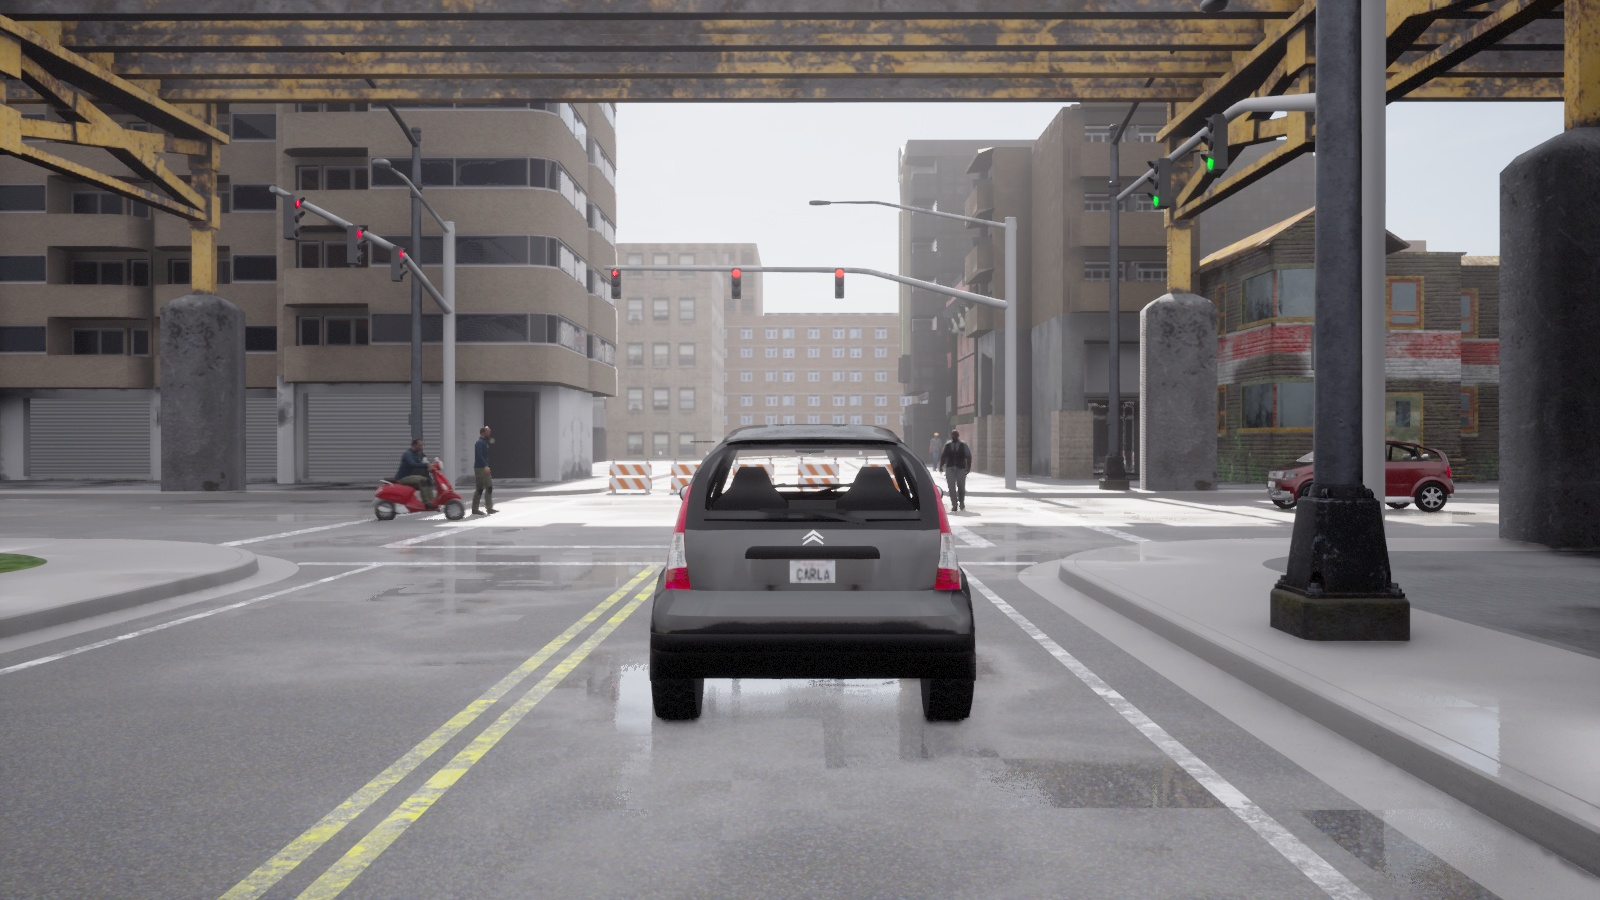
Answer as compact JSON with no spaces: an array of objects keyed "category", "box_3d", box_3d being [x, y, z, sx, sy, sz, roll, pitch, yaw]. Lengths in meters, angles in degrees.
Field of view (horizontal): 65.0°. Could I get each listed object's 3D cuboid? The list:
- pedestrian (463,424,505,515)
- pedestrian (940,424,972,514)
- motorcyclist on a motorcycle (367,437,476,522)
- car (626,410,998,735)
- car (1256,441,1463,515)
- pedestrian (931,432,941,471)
[{"category":"pedestrian","box_3d":[-6.443,0.395,25.617,0.726,1.842,0.402,0,0,4]},{"category":"pedestrian","box_3d":[3.337,0.393,26.836,0.563,1.883,0.849,0,0,15]},{"category":"motorcyclist on a motorcycle","box_3d":[-7.212,0.559,23.972,1.817,1.590,0.866,0,0,0]},{"category":"car","box_3d":[0.073,0.598,8.243,1.851,1.617,3.988,0,0,0]},{"category":"car","box_3d":[12.146,0.580,27.426,3.705,1.549,1.789,0,0,0]},{"category":"pedestrian","box_3d":[6.516,0.077,60.124,0.354,1.836,0.706,0,0,-7]}]
